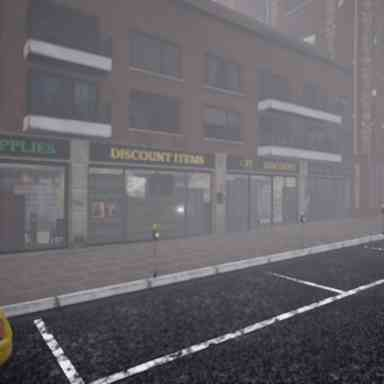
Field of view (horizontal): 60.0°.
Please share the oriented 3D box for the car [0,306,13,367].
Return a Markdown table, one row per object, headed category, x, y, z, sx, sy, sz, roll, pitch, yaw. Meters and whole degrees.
| category | x | y | z | sx | sy | sz | roll | pitch | yaw |
| --- | --- | --- | --- | --- | --- | --- | --- | --- | --- |
| car | -4.375 | 1.565 | 2.959 | 4.829 | 1.417 | 1.752 | -1 | 2 | -35 |
